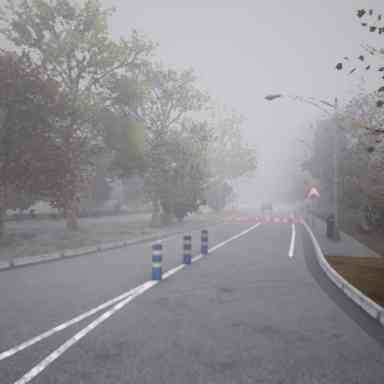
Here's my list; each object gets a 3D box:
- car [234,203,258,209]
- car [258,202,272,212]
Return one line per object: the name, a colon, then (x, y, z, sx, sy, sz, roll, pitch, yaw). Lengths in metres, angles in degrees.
car: (15.280, 4.194, 93.116, 5.366, 1.575, 1.946, 0, -3, 16)
car: (15.616, 3.062, 69.605, 2.150, 2.045, 5.566, 0, -2, 16)
